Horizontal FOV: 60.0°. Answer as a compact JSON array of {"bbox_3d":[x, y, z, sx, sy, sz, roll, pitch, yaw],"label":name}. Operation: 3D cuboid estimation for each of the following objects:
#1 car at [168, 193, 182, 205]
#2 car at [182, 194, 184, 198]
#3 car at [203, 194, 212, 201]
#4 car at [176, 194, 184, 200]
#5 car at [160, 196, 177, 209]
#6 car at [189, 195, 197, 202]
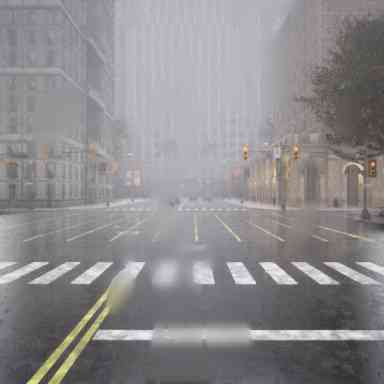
[{"bbox_3d":[-3.537,1.245,61.164,2.150,2.045,5.566,0,0,1],"label":"car"},{"bbox_3d":[-3.368,1.525,72.208,1.837,1.490,4.892,0,0,1],"label":"car"},{"bbox_3d":[3.700,1.307,78.566,2.097,1.767,4.553,0,0,1],"label":"car"},{"bbox_3d":[-3.201,1.258,87.827,1.882,1.535,5.008,0,0,1],"label":"car"},{"bbox_3d":[-3.442,1.617,46.944,1.895,1.301,4.718,0,0,-2],"label":"car"},{"bbox_3d":[0.201,1.477,78.632,2.128,1.511,4.902,0,0,1],"label":"car"}]
